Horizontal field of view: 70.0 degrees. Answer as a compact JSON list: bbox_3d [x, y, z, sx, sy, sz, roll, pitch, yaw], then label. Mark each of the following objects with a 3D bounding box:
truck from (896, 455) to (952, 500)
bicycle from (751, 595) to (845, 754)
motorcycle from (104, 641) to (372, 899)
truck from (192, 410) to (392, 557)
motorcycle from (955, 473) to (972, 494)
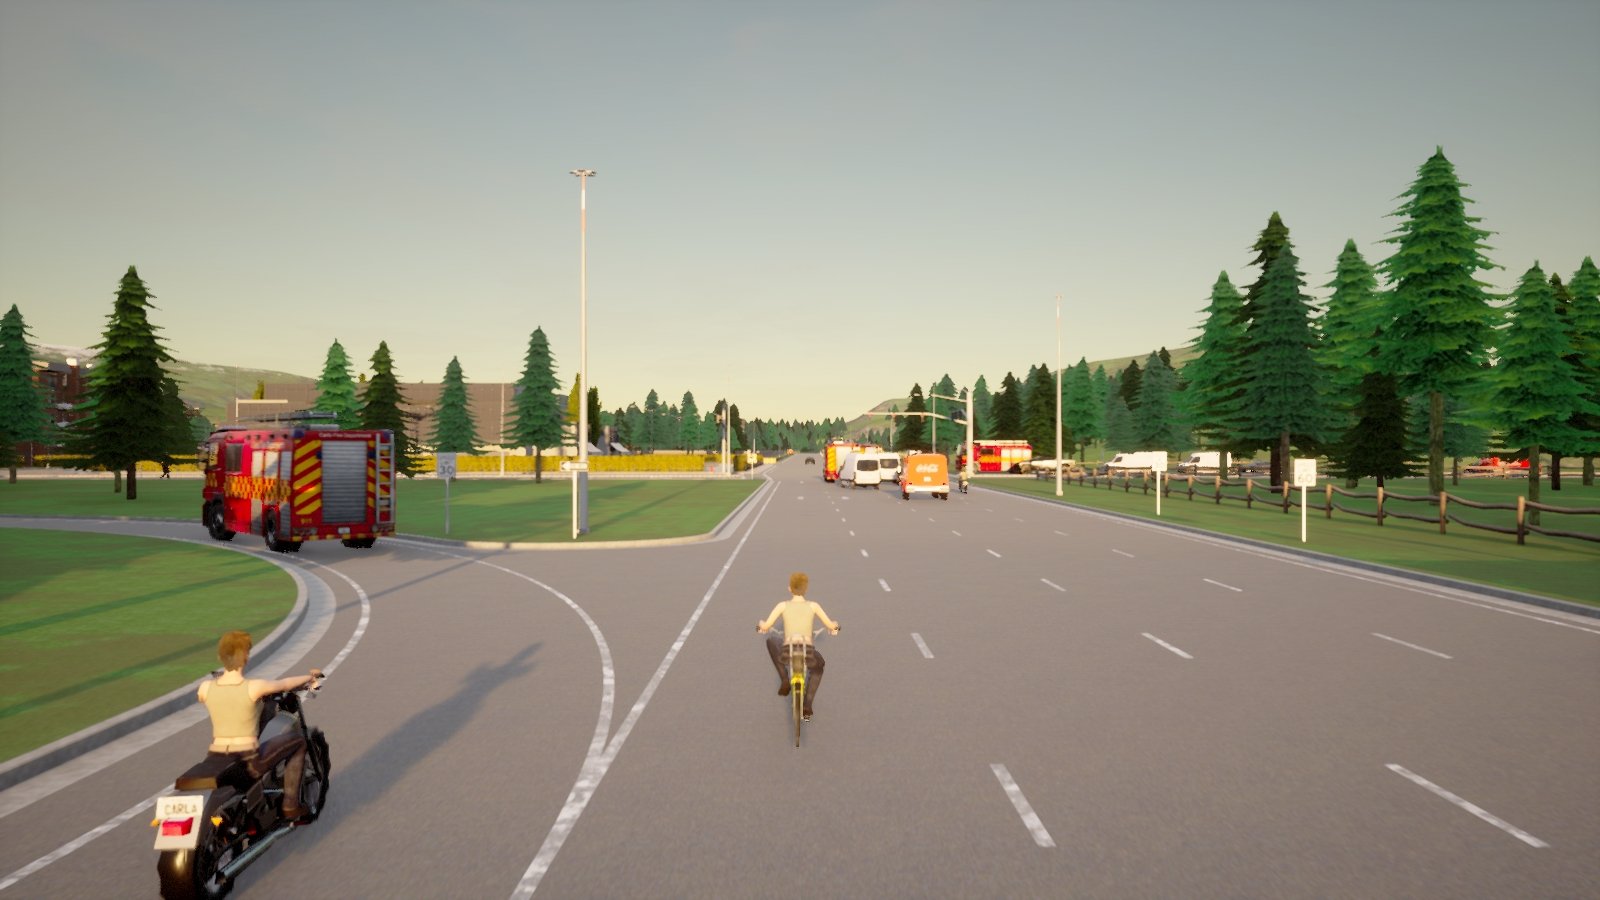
[{"bbox_3d":[6.993,1.537,65.166,2.627,2.467,5.204,0,-1,0],"label":"truck"},{"bbox_3d":[-0.016,2.155,11.241,0.859,1.276,1.487,0,0,0],"label":"bicycle"},{"bbox_3d":[-3.673,2.152,7.748,0.764,1.307,2.356,-1,0,-3],"label":"motorcycle"},{"bbox_3d":[-15.229,0.881,33.852,2.891,3.827,8.468,0,0,-42],"label":"truck"},{"bbox_3d":[10.498,2.136,73.508,0.764,1.307,2.356,0,0,0],"label":"motorcycle"}]
